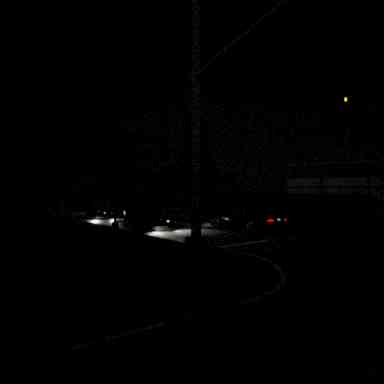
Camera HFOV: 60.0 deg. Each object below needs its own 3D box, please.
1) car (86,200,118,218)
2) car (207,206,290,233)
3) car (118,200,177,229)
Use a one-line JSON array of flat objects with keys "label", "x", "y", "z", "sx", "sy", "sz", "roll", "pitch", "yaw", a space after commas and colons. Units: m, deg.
[{"label": "car", "x": -8.378, "y": 1.505, "z": 30.099, "sx": 1.837, "sy": 1.490, "sz": 4.892, "roll": 0, "pitch": 0, "yaw": -26}, {"label": "car", "x": 3.175, "y": 1.547, "z": 19.843, "sx": 2.033, "sy": 1.411, "sz": 5.357, "roll": 0, "pitch": 0, "yaw": -36}, {"label": "car", "x": -2.846, "y": 1.505, "z": 21.858, "sx": 1.837, "sy": 1.490, "sz": 4.892, "roll": 0, "pitch": 0, "yaw": -36}]
